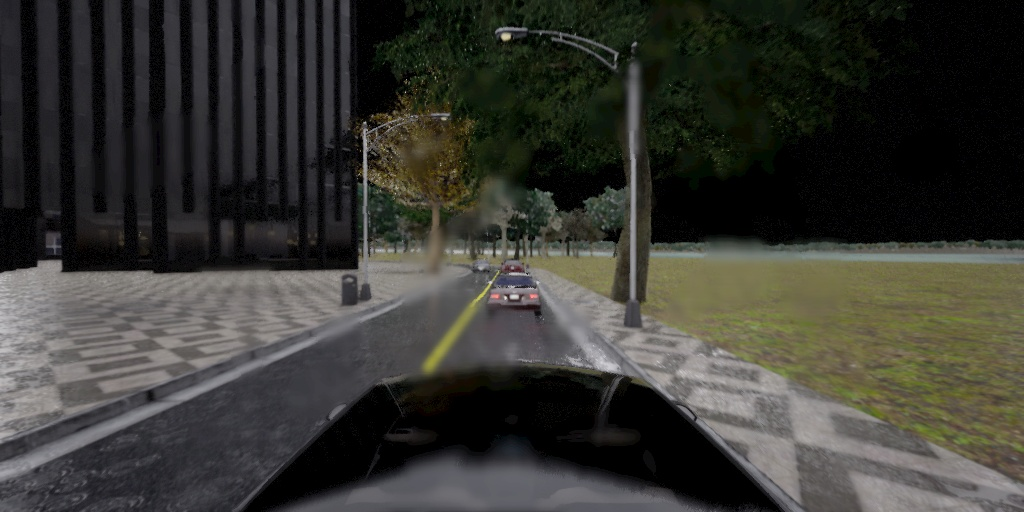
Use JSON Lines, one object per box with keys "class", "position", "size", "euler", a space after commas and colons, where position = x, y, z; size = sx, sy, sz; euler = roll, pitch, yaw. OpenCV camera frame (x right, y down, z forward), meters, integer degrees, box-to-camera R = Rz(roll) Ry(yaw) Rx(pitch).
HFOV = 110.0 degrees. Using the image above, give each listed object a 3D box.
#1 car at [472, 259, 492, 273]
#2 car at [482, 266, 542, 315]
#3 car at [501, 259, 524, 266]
{"class": "car", "position": [-3.362, 1.122, 40.189], "size": [2.128, 1.511, 4.902], "euler": [0, 0, -3]}
{"class": "car", "position": [0.079, 1.290, 13.472], "size": [2.033, 1.411, 5.357], "euler": [0, 0, 0]}
{"class": "car", "position": [0.050, 1.023, 32.980], "size": [2.097, 1.767, 4.553], "euler": [0, 0, 0]}
